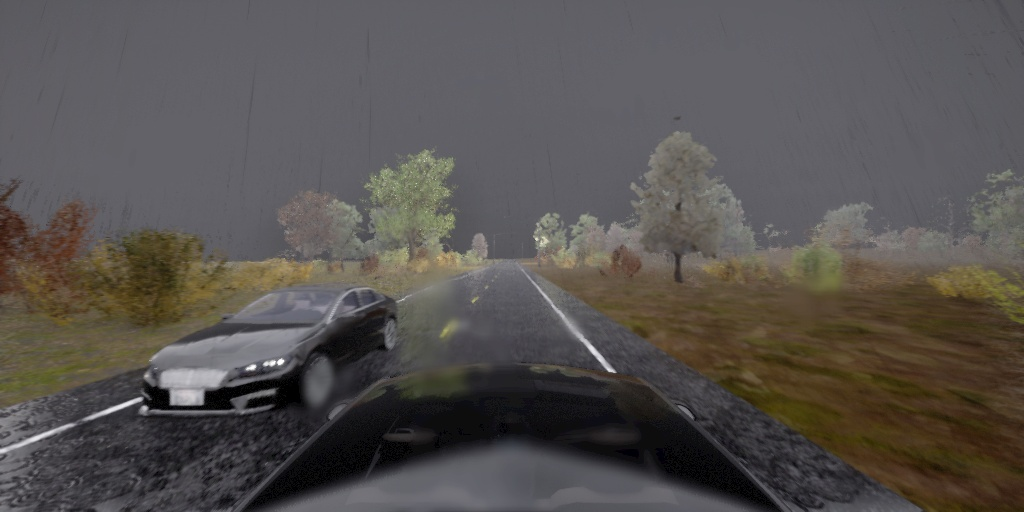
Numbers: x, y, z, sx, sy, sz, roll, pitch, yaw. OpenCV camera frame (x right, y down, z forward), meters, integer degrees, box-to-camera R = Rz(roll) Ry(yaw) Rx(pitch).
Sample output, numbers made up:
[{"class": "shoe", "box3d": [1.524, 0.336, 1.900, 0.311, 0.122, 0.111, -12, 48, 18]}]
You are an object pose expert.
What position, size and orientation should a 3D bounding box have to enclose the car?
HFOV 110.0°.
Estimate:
[{"class": "car", "box3d": [-3.495, 1.274, 6.309, 2.128, 1.511, 4.902, 0, 0, 0]}]
